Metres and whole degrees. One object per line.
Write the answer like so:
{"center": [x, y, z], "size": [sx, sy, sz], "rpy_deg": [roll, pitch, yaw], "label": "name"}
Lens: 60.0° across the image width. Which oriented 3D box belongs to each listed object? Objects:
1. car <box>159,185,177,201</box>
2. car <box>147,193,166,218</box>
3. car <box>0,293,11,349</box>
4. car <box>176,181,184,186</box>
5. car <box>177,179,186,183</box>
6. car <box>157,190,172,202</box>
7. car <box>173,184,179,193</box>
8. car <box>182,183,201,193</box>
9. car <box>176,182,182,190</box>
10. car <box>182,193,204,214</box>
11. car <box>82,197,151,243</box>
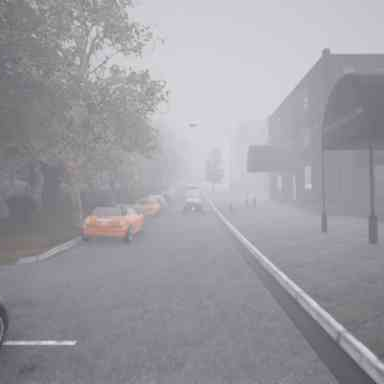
{"center": [-3.666, 0.358, 44.121], "size": [2.185, 1.767, 4.553], "rpy_deg": [0, 3, 2], "label": "car"}
{"center": [-3.638, 1.173, 27.264], "size": [1.946, 1.575, 5.366], "rpy_deg": [1, 2, 2], "label": "car"}
{"center": [-3.652, 1.541, 2.983], "size": [2.002, 1.452, 4.674], "rpy_deg": [0, 0, 2], "label": "car"}
{"center": [-3.671, -1.158, 77.574], "size": [2.163, 1.488, 4.792], "rpy_deg": [0, 3, 2], "label": "car"}
{"center": [-3.677, -2.039, 94.229], "size": [2.097, 1.535, 5.008], "rpy_deg": [0, 3, 2], "label": "car"}
{"center": [-3.643, 0.992, 33.001], "size": [2.231, 1.521, 4.892], "rpy_deg": [1, 3, 2], "label": "car"}
{"center": [-3.667, 0.084, 49.685], "size": [2.185, 1.767, 4.553], "rpy_deg": [0, 3, 2], "label": "car"}
{"center": [0.088, 0.009, 48.519], "size": [2.150, 2.045, 5.566], "rpy_deg": [0, 3, 0], "label": "car"}
{"center": [-3.663, -0.636, 66.600], "size": [1.946, 1.575, 5.366], "rpy_deg": [0, 3, 2], "label": "car"}
{"center": [0.092, 1.142, 30.066], "size": [1.812, 1.442, 4.674], "rpy_deg": [0, 2, 0], "label": "car"}
{"center": [-3.632, 1.310, 16.243], "size": [2.185, 1.767, 4.553], "rpy_deg": [2, 1, 2], "label": "car"}
